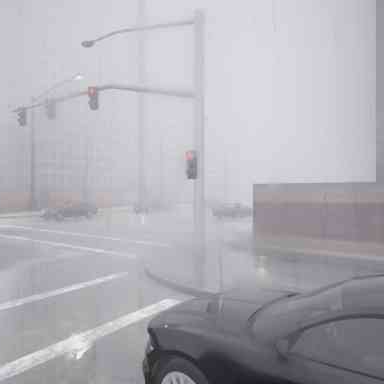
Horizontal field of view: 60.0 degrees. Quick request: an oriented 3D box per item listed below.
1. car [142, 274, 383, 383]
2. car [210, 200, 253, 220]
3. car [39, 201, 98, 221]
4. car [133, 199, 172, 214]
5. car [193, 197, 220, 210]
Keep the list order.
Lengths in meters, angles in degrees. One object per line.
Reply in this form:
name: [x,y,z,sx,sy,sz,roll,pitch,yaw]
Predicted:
car: [1.759,1.478,2.751,5.008,1.535,1.882,0,0,37]
car: [3.772,1.601,28.250,1.895,1.301,4.718,0,0,36]
car: [-10.075,1.491,27.417,2.128,1.511,4.902,0,0,34]
car: [-4.146,1.505,35.555,1.837,1.490,4.892,0,0,36]
car: [2.025,1.478,44.009,1.882,1.535,5.008,0,0,36]
